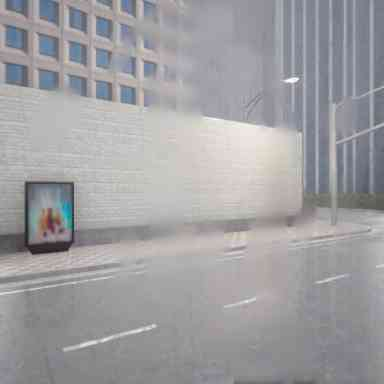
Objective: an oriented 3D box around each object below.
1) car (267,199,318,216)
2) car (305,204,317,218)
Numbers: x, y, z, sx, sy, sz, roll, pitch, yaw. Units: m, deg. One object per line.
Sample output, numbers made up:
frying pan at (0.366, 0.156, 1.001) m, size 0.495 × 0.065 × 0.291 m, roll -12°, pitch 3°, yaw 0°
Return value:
car at (10.417, 1.547, 34.837) m, size 2.128 × 1.511 × 4.902 m, roll 0°, pitch 0°, yaw -36°
car at (9.037, 1.533, 30.751) m, size 1.882 × 1.535 × 5.008 m, roll 0°, pitch 0°, yaw -36°
